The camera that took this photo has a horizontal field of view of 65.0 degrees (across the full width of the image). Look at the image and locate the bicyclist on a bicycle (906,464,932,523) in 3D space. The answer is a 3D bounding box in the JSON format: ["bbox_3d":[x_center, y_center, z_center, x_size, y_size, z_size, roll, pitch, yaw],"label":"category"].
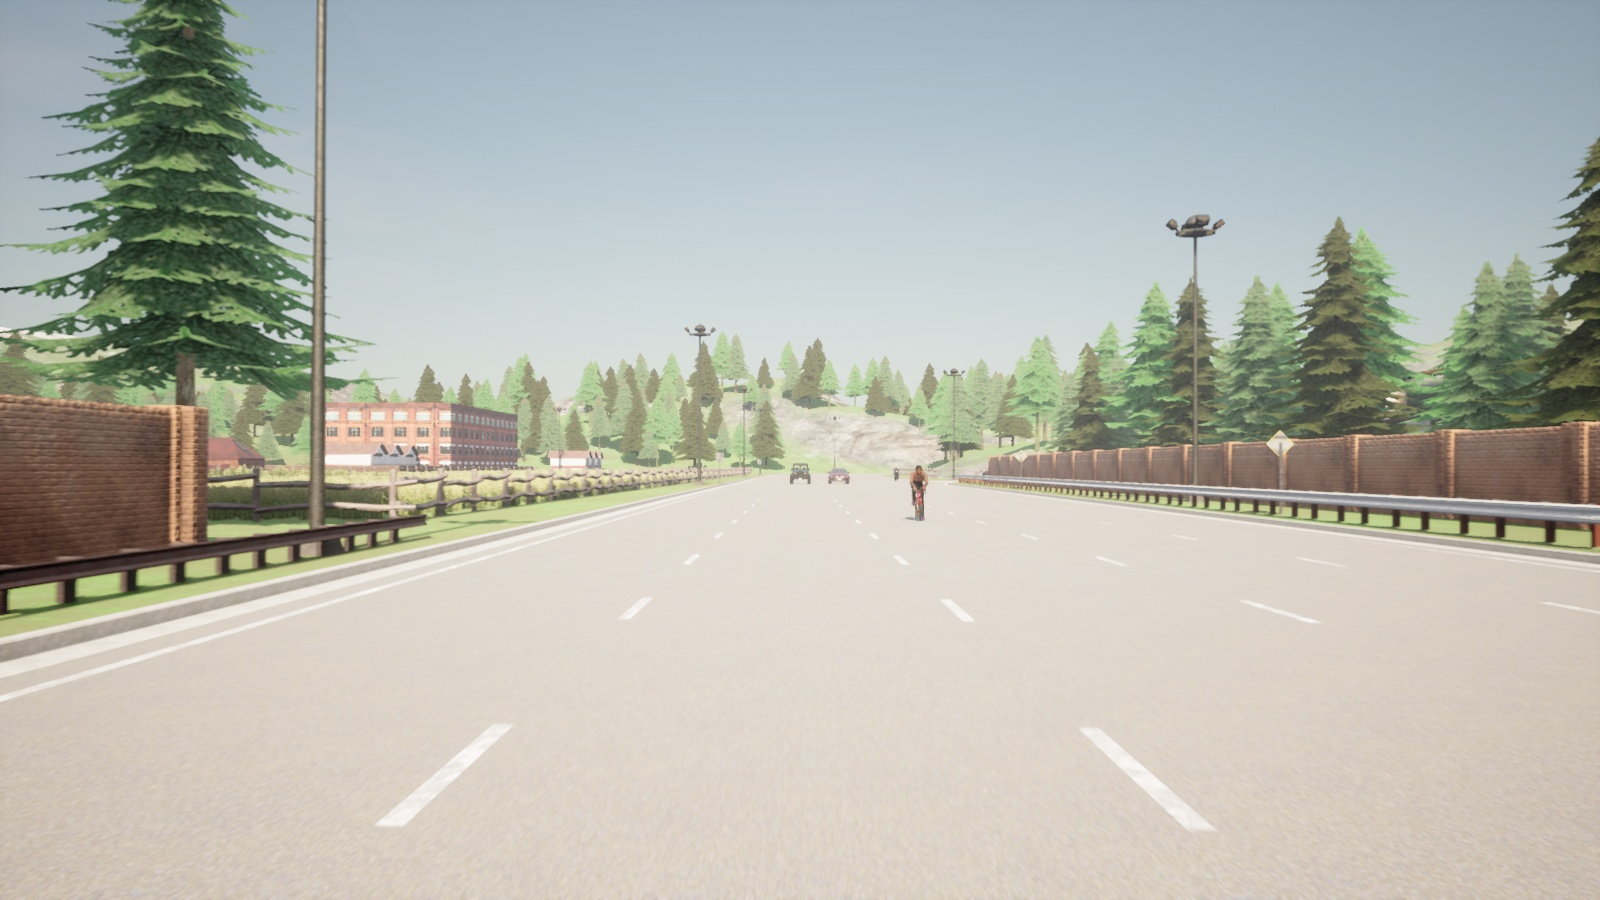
[{"bbox_3d":[3.415,1.227,36.060,0.582,1.620,1.656,0,0,0],"label":"bicyclist on a bicycle"}]
